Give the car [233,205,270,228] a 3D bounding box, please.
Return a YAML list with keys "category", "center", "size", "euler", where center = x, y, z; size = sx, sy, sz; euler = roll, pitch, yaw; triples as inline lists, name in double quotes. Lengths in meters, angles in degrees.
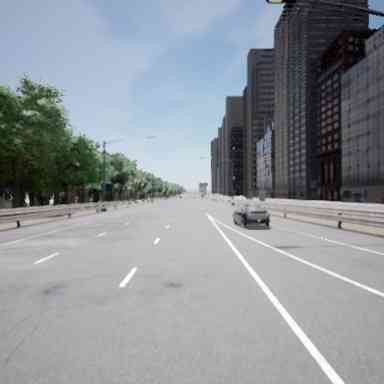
- category: "car"
  center: [4.255, 1.702, 24.306]
  size: [2.128, 1.511, 4.902]
  euler: [0, -1, -4]
